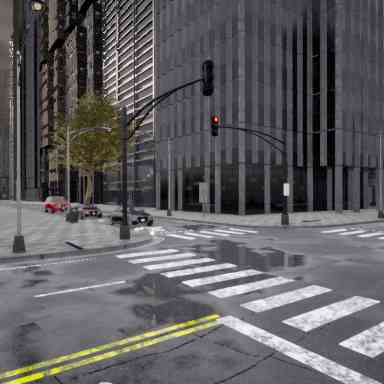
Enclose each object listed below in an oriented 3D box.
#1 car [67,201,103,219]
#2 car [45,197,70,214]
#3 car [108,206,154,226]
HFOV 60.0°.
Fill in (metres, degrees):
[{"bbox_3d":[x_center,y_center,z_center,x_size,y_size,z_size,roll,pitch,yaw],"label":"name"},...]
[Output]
[{"bbox_3d":[-10.174,1.816,32.019,1.994,1.385,4.181,0,0,-36],"label":"car"},{"bbox_3d":[-16.549,1.582,41.020,2.150,2.045,5.566,0,-1,-36],"label":"car"},{"bbox_3d":[-4.454,1.728,23.983,1.994,1.385,4.181,0,0,-35],"label":"car"}]
